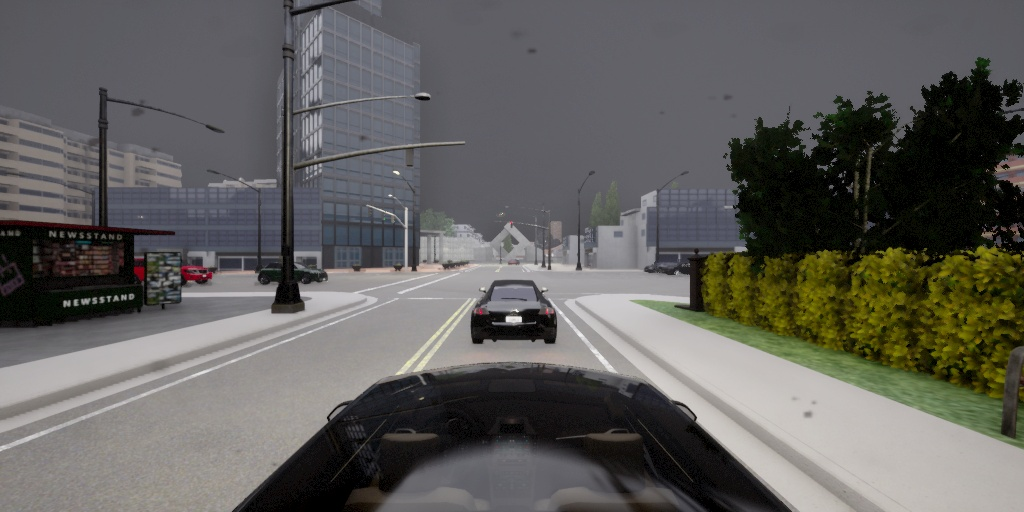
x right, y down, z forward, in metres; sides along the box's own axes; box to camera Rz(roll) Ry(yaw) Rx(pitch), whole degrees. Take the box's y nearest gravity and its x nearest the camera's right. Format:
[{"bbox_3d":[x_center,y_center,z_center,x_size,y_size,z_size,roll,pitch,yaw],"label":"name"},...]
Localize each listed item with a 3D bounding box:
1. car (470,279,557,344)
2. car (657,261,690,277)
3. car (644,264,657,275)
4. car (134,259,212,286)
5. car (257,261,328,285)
[{"bbox_3d":[0.044,1.314,9.610,1.994,1.385,4.181,0,0,0],"label":"car"},{"bbox_3d":[17.142,1.224,34.796,4.892,1.490,1.837,0,0,-1],"label":"car"},{"bbox_3d":[16.381,1.285,38.293,4.181,1.385,1.994,0,0,-1],"label":"car"},{"bbox_3d":[-26.016,1.190,27.075,5.566,2.045,2.150,-1,0,-1],"label":"car"},{"bbox_3d":[-16.499,1.210,27.193,4.553,1.767,2.097,-1,0,-1],"label":"car"}]
